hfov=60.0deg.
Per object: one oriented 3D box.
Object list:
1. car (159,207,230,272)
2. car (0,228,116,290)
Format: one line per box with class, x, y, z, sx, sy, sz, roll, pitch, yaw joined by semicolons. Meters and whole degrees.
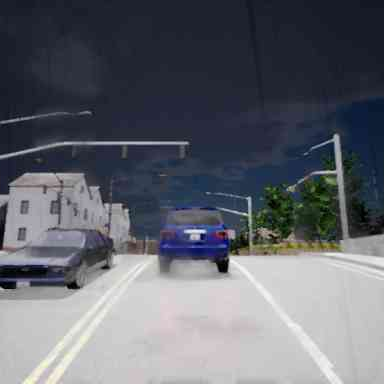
car;0.021;1.684;12.105;2.150;2.045;5.566;0;-7;-1
car;-3.618;1.783;9.807;2.033;1.411;5.357;0;-4;0
